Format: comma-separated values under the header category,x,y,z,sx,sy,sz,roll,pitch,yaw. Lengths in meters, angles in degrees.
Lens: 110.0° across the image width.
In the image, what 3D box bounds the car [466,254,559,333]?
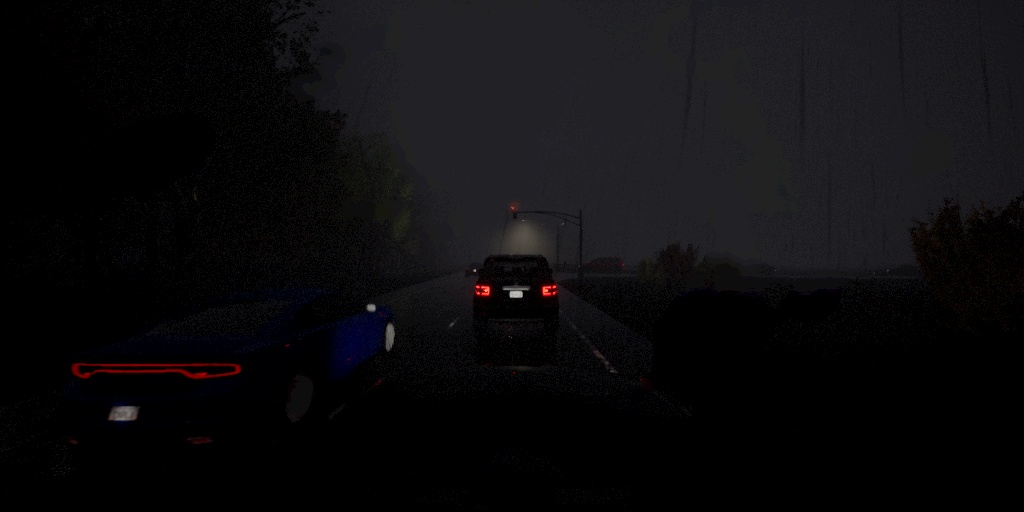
category,x,y,z,sx,sy,sz,roll,pitch,yaw
car,0.101,0.972,10.882,2.150,2.045,5.566,0,0,0

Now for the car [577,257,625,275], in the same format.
category,x,y,z,sx,sy,sz,roll,pitch,yaw
car,10.577,1.145,42.753,5.566,2.045,2.150,1,-1,7

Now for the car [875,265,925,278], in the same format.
category,x,y,z,sx,sy,sz,roll,pitch,yaw
car,45.522,1.822,42.060,4.674,1.442,1.812,1,-1,1

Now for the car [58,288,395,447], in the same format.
category,x,y,z,sx,sy,sz,roll,pitch,yaw
car,-3.399,1.228,5.617,1.882,1.535,5.008,0,0,0

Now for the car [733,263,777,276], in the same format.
category,x,y,z,sx,sy,sz,roll,pitch,yaw
car,28.324,1.601,42.166,4.902,1.511,2.128,1,-1,0

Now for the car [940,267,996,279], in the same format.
category,x,y,z,sx,sy,sz,roll,pitch,yaw
car,48.515,1.818,38.478,5.357,1.411,2.033,1,-1,0
